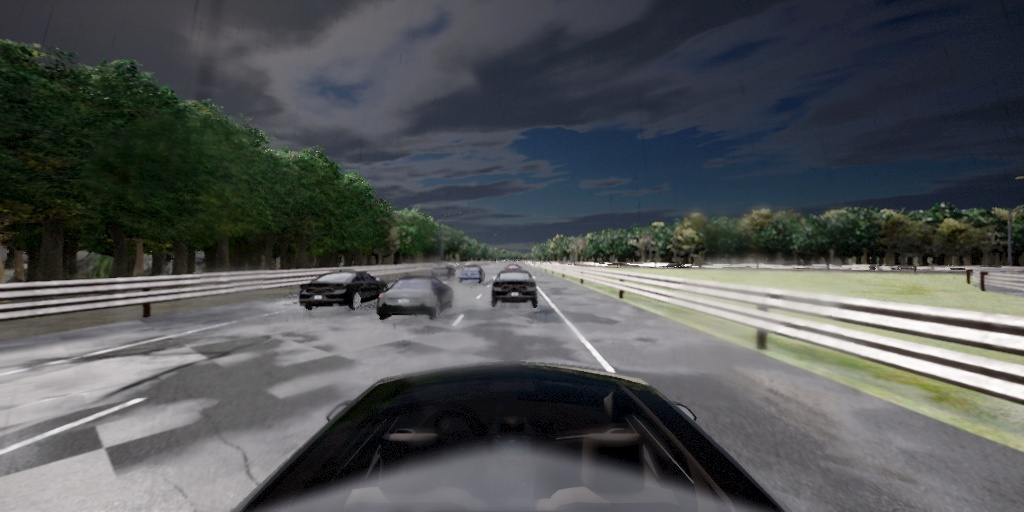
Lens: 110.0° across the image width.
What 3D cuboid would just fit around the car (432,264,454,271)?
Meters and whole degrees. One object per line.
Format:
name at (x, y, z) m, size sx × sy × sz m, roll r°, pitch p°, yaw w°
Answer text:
car at (-6.870, 1.555, 36.333) m, size 2.128 × 1.511 × 4.902 m, roll 0°, pitch -1°, yaw 0°

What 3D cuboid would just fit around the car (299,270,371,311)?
car at (-6.899, 1.345, 15.247) m, size 1.882 × 1.535 × 5.008 m, roll 0°, pitch -1°, yaw 0°

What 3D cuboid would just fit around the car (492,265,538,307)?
car at (0.107, 1.356, 16.431) m, size 1.882 × 1.535 × 5.008 m, roll 0°, pitch 0°, yaw 0°

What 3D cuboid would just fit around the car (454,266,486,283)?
car at (-3.377, 1.561, 31.065) m, size 2.033 × 1.411 × 5.357 m, roll 0°, pitch -1°, yaw 0°

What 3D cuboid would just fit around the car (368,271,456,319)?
car at (-3.399, 1.414, 13.278) m, size 1.994 × 1.385 × 4.181 m, roll 0°, pitch -1°, yaw 0°
